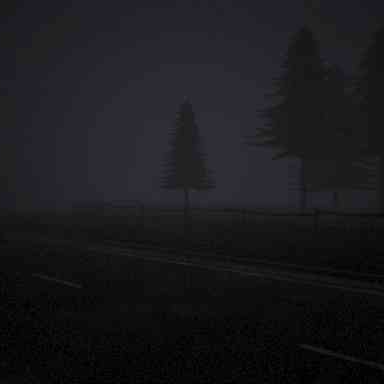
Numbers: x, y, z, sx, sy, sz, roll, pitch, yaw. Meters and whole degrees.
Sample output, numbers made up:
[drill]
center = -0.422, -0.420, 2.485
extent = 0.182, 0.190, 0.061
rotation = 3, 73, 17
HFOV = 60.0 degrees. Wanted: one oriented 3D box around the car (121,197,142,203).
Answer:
[car]
center = -13.354, 1.662, 73.523
extent = 1.895, 1.301, 4.718
rotation = 0, 0, 35
